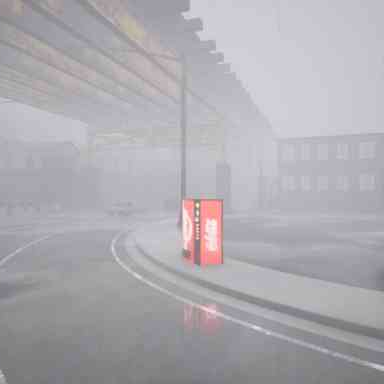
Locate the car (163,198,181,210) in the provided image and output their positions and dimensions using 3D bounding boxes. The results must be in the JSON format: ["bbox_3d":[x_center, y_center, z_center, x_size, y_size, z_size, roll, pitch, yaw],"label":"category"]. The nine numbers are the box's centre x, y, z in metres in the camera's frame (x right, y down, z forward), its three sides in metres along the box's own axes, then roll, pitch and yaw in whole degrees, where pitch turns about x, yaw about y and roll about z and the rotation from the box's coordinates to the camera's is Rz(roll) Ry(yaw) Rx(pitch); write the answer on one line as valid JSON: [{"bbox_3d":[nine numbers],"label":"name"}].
[{"bbox_3d":[-1.926,1.478,42.571,1.882,1.535,5.008,0,0,21],"label":"car"}]

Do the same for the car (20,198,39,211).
[{"bbox_3d":[-19.876,1.452,40.017,2.038,1.542,4.974,0,0,-39],"label":"car"}]

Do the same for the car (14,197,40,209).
[{"bbox_3d":[-19.909,1.295,40.057,1.853,1.218,4.536,0,0,-39],"label":"car"}]

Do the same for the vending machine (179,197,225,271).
[{"bbox_3d":[0.303,1.195,10.088,1.100,2.100,0.880,0,0,-28],"label":"vending machine"}]

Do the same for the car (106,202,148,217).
[{"bbox_3d":[-6.031,1.601,31.581,1.895,1.301,4.718,0,0,20],"label":"car"}]

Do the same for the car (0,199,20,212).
[{"bbox_3d":[-22.940,1.452,37.888,4.974,1.542,2.038,0,0,-9],"label":"car"}]

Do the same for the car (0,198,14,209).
[{"bbox_3d":[-22.991,1.295,37.879,4.536,1.218,1.853,0,0,-9],"label":"car"}]
